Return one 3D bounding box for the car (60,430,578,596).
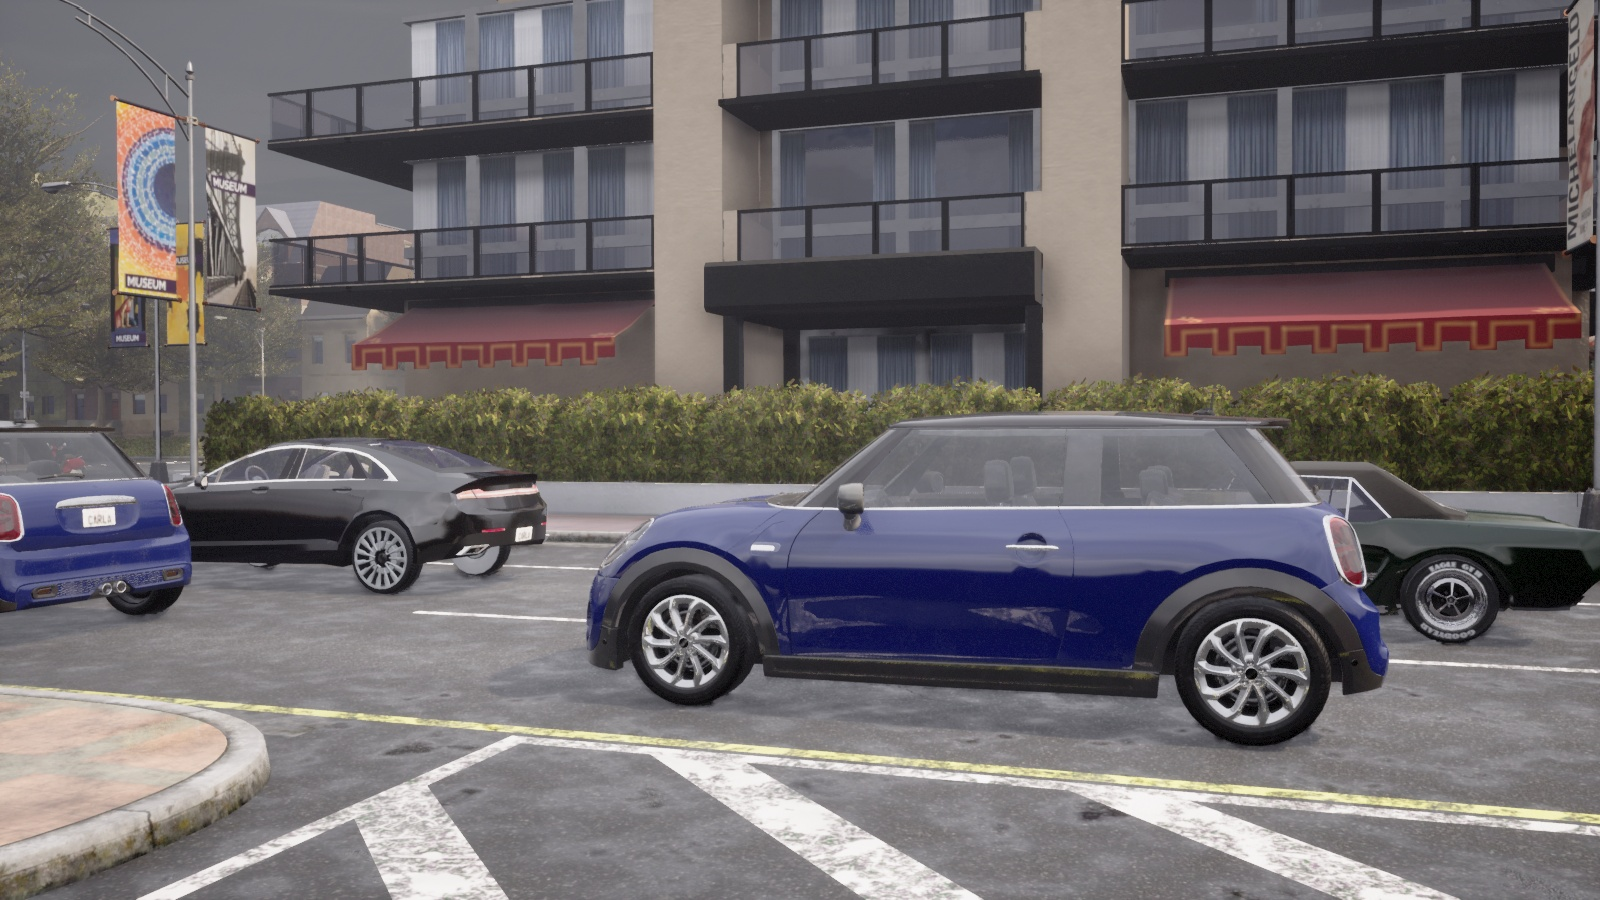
[{"bbox_3d":[-5.065,0.550,13.338,4.902,1.511,2.128,1,1,19],"label":"car"}]

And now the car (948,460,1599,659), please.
[{"bbox_3d":[3.746,0.775,10.374,4.718,1.301,1.895,1,1,19],"label":"car"}]

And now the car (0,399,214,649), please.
[{"bbox_3d":[-7.503,0.489,10.465,4.553,1.767,2.097,1,1,19],"label":"car"}]

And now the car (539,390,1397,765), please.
[{"bbox_3d":[0.966,0.567,7.615,4.553,1.767,2.097,1,1,18],"label":"car"}]
